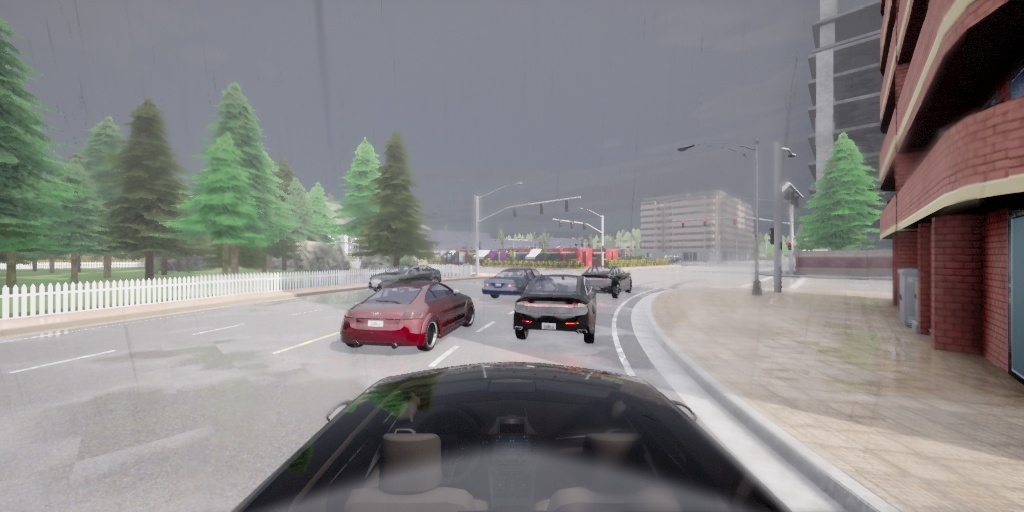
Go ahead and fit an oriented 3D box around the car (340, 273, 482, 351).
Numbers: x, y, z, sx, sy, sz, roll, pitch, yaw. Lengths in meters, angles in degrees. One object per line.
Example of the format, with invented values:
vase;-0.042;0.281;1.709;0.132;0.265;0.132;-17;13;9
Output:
car;-2.361;1.314;9.117;1.994;1.385;4.181;0;0;10

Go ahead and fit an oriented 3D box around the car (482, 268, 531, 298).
car;0.473;1.297;17.834;2.033;1.411;5.357;0;0;25

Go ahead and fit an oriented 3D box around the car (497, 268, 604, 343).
car;1.349;1.242;9.787;2.128;1.511;4.902;0;0;14

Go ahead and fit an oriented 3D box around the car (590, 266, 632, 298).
car;4.846;1.236;18.346;2.128;1.511;4.902;1;1;29

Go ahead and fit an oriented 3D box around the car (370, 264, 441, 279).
car;-6.098;1.254;20.913;2.128;1.511;4.902;0;0;26
